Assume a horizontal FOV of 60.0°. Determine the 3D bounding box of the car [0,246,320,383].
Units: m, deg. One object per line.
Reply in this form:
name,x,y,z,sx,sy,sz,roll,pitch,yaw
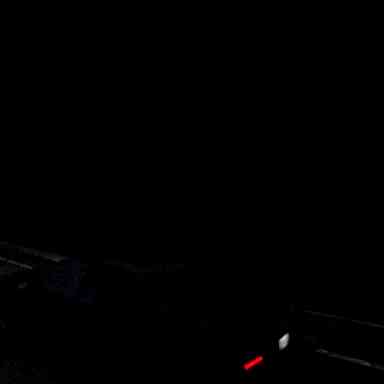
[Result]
car,-1.053,1.557,4.891,5.357,1.411,2.033,0,0,38
